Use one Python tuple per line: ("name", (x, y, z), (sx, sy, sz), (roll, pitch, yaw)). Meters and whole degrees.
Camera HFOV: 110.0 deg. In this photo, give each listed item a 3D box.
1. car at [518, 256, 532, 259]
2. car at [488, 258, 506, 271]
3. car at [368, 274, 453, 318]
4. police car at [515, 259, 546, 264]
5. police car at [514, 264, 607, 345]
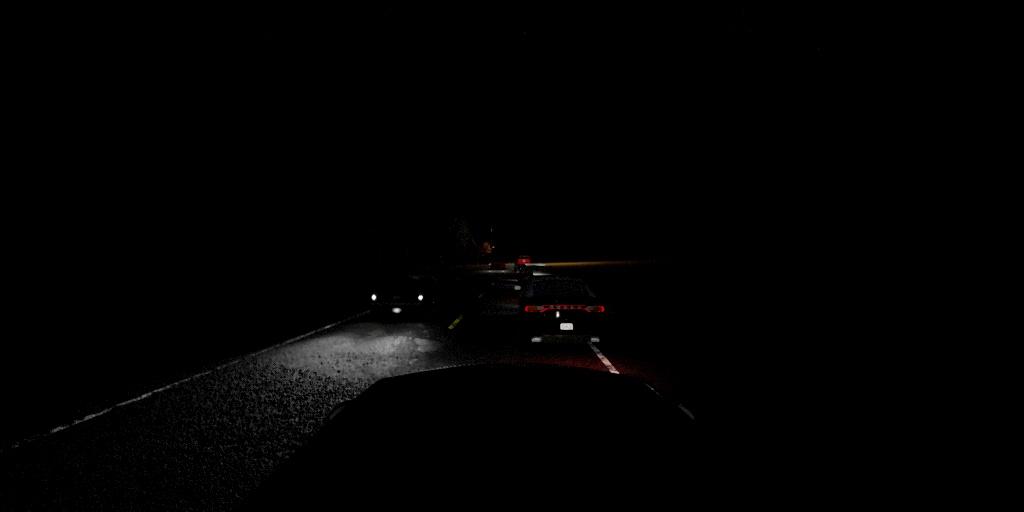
("car", (2.087, 0.956, 59.913), (2.150, 2.045, 5.566), (0, 0, 4))
("car", (-2.023, 1.094, 49.542), (2.097, 1.767, 4.553), (0, 0, 3))
("car", (-3.490, 1.351, 13.143), (1.895, 1.301, 4.718), (0, 0, 1))
("police car", (1.268, 1.175, 19.566), (1.930, 1.638, 5.238), (0, 0, 1))
("police car", (1.098, 1.175, 9.601), (1.930, 1.638, 5.238), (0, 0, 1))
